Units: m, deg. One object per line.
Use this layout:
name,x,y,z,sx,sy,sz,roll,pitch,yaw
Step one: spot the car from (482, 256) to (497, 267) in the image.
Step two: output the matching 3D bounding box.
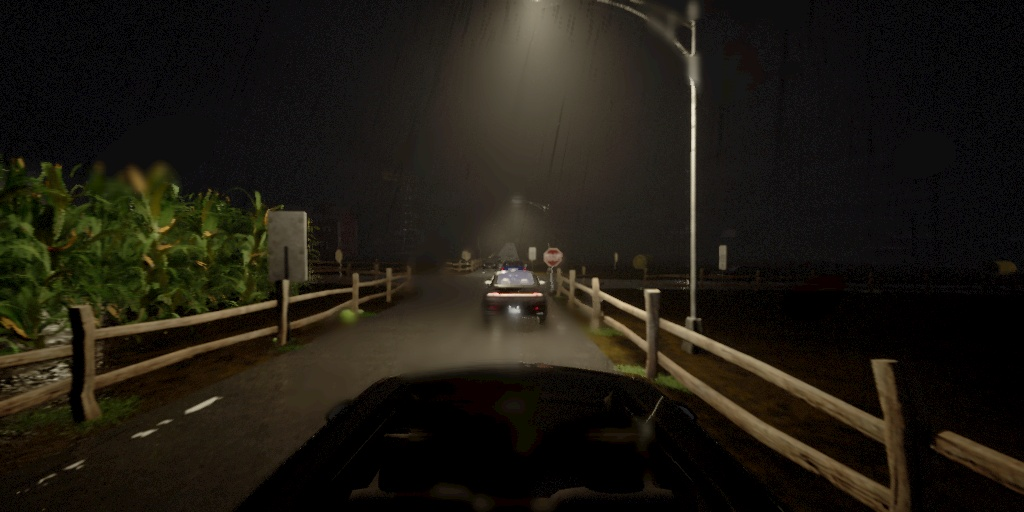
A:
car,-2.828,1.047,47.507,1.882,1.535,5.008,0,1,0

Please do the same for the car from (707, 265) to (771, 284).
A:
car,18.477,1.497,29.242,4.674,1.442,1.812,1,2,0

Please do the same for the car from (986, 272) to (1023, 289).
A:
car,41.426,1.968,29.142,4.718,1.301,1.895,1,2,1

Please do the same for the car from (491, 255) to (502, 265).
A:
car,-2.748,0.686,65.397,1.837,1.490,4.892,0,2,0

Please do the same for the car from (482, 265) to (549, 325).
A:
car,0.100,1.220,11.678,2.128,1.511,4.902,0,0,0

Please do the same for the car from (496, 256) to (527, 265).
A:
car,0.103,1.042,27.749,2.097,1.767,4.553,0,0,0

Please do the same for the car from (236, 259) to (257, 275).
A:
car,-19.820,0.988,26.417,4.892,1.490,1.837,1,2,0
